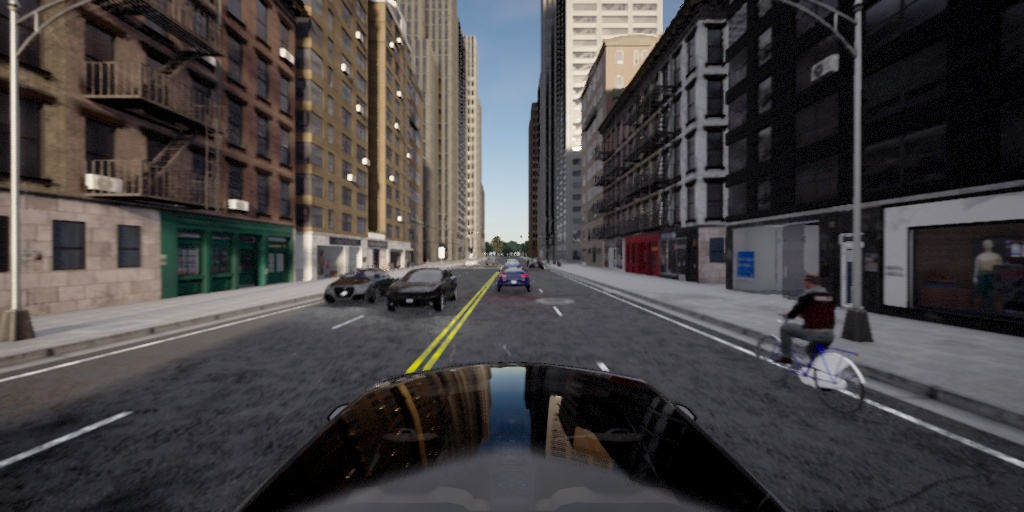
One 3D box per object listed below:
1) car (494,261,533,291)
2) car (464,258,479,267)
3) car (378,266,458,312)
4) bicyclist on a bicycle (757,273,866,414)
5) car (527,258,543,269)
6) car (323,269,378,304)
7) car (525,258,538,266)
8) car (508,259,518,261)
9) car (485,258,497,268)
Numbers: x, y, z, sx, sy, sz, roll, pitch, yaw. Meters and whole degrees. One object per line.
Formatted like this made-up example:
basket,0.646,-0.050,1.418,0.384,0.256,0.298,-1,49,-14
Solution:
car,0.096,1.213,21.419,1.812,1.442,4.674,0,0,0
car,-6.539,1.081,58.983,1.812,1.442,4.674,0,0,1
car,-3.353,1.188,14.214,1.882,1.535,5.008,0,0,0
bicyclist on a bicycle,4.142,1.111,5.147,0.659,1.776,1.843,0,0,0
car,3.344,1.112,50.659,1.812,1.442,4.674,0,0,0
car,-6.602,1.268,16.083,1.994,1.385,4.181,0,0,0
car,3.592,1.055,65.232,1.812,1.442,4.674,0,0,8
car,0.094,1.130,45.913,1.812,1.442,4.674,0,0,0
car,-3.300,1.065,57.079,1.837,1.490,4.892,0,1,1
